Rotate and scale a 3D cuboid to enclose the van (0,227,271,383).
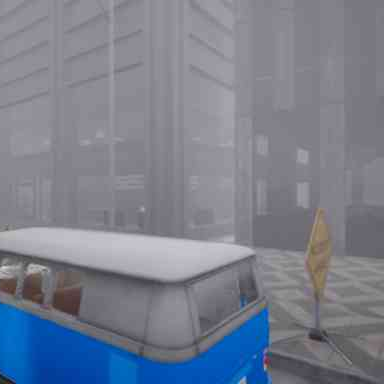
[{"bbox_3d":[-1.136,1.369,3.772,3.998,1.788,1.690,-1,0,36],"label":"van"}]
